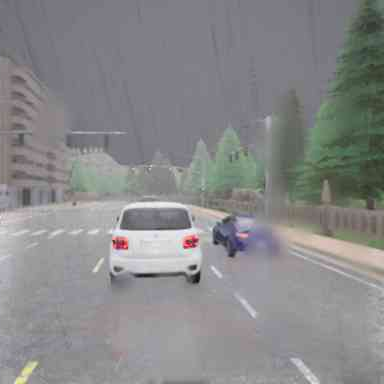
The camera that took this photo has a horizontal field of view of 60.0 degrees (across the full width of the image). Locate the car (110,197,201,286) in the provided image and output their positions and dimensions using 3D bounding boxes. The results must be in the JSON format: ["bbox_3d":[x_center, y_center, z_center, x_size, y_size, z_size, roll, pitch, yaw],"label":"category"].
[{"bbox_3d":[-1.046,1.286,9.813,2.150,2.045,5.566,0,0,-6],"label":"car"}]

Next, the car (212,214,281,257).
[{"bbox_3d":[2.023,1.606,13.240,1.812,1.442,4.674,0,0,-7],"label":"car"}]
